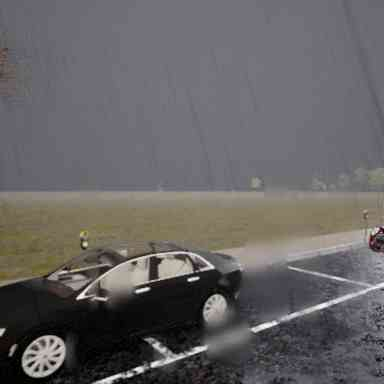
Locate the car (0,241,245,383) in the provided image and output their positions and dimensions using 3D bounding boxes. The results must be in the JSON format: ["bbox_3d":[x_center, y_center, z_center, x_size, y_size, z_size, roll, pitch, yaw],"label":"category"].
[{"bbox_3d":[-1.105,1.537,5.302,4.403,1.369,2.008,0,1,-36],"label":"car"}]

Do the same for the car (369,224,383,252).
[{"bbox_3d":[8.097,1.346,11.872,4.097,1.590,1.967,0,1,-36],"label":"car"}]
